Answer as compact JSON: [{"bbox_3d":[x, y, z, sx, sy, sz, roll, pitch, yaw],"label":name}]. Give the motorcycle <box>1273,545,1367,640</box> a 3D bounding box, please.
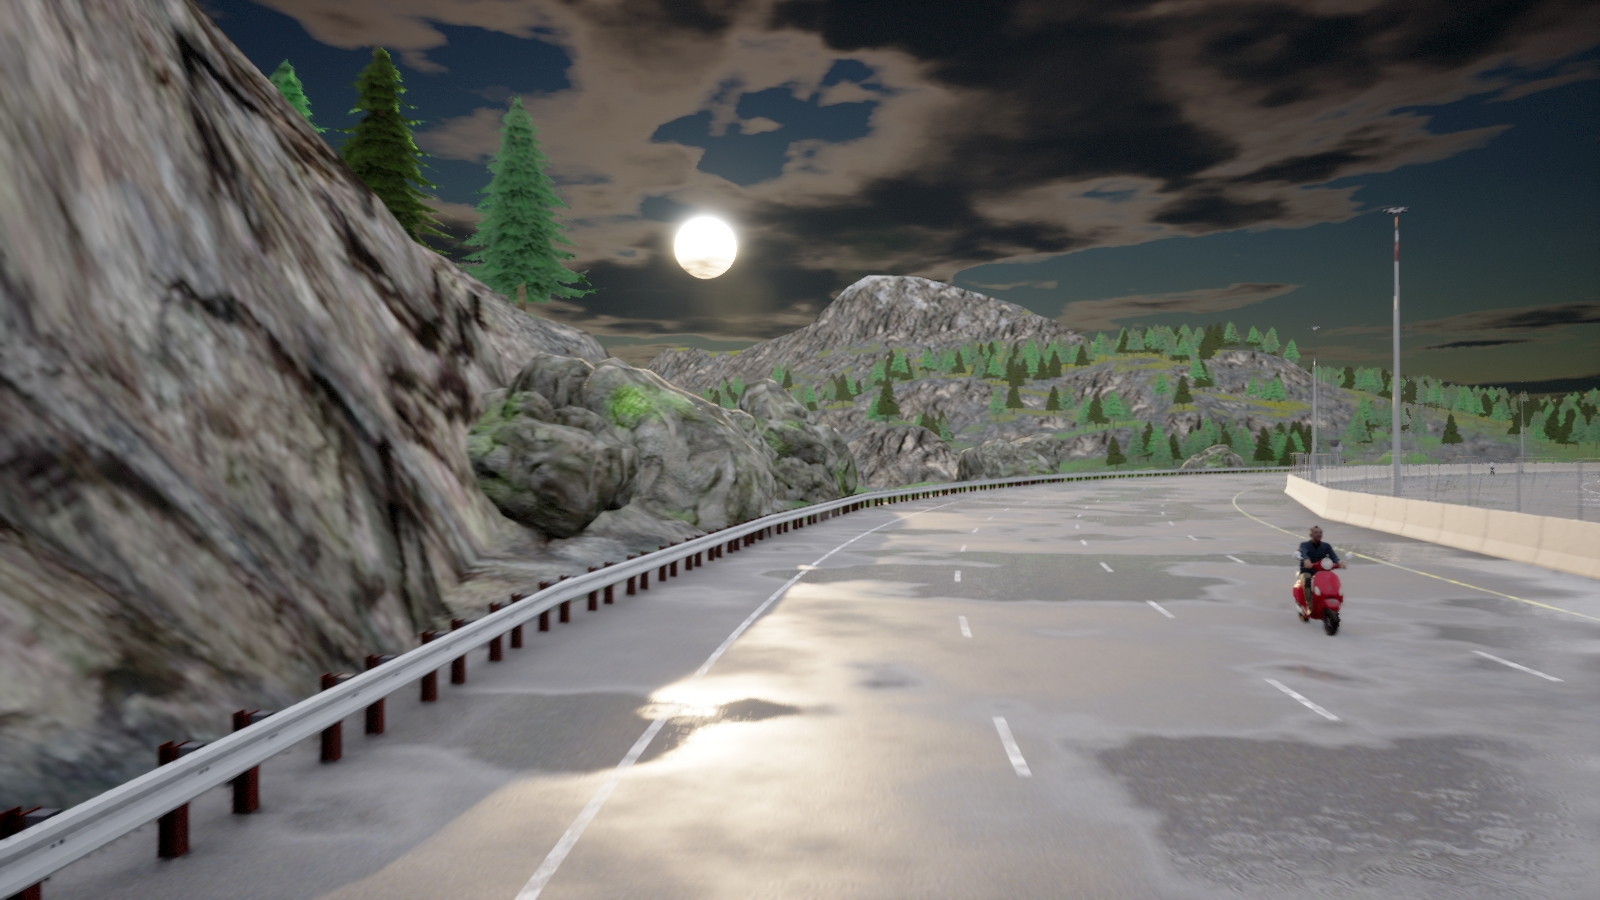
[{"bbox_3d":[8.106,2.191,17.901,0.856,1.236,1.805,1,0,8],"label":"motorcycle"}]
